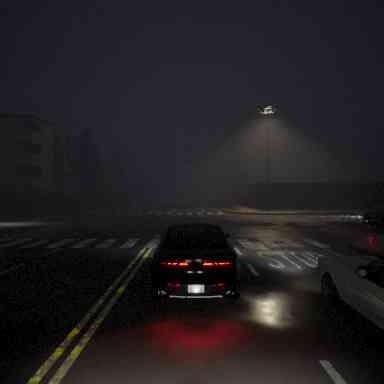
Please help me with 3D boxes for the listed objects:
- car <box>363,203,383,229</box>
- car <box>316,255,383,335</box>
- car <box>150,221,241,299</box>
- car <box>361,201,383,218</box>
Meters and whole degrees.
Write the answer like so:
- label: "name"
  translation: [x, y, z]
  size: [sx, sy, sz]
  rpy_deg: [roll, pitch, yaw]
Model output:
- label: "car"
  translation: [12.613, 1.526, 19.628]
  size: [4.674, 1.442, 1.812]
  rpy_deg: [0, -1, 0]
- label: "car"
  translation: [3.598, 1.601, 5.091]
  size: [1.895, 1.301, 4.718]
  rpy_deg: [0, 0, 0]
- label: "car"
  translation: [0.062, 1.505, 8.449]
  size: [1.837, 1.490, 4.892]
  rpy_deg: [0, 0, 0]
- label: "car"
  translation: [17.883, 1.564, 30.041]
  size: [4.181, 1.385, 1.994]
  rpy_deg: [0, 0, 0]
